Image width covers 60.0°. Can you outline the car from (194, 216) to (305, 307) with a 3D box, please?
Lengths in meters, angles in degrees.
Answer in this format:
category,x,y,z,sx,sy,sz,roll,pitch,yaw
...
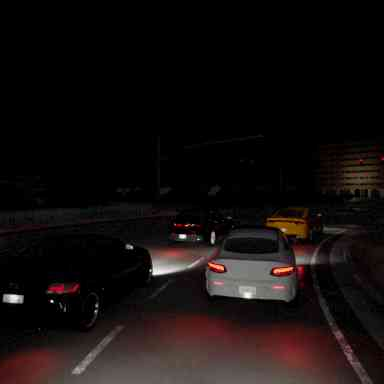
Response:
category,x,y,z,sx,sy,sz,roll,pitch,yaw
car,1.519,1.528,7.974,1.812,1.442,4.674,0,0,14

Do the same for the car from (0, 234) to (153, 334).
category,x,y,z,sx,sy,sz,roll,pitch,yaw
car,-2.273,1.566,6.944,1.994,1.385,4.181,0,0,11

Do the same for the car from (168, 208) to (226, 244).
category,x,y,z,sx,sy,sz,roll,pitch,yaw
car,0.598,1.509,15.381,1.837,1.490,4.892,0,0,23

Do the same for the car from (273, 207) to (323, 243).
category,x,y,z,sx,sy,sz,roll,pitch,yaw
car,5.197,1.483,16.487,1.882,1.535,5.008,0,0,30
